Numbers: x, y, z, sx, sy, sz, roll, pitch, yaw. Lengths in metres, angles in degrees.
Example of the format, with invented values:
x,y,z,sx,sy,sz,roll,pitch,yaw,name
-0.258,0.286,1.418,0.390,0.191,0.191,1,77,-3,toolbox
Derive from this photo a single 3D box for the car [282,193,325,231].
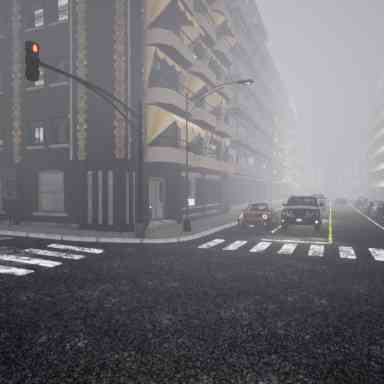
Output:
x,y,z,sx,sy,sz,roll,pitch,yaw,name
7.065,1.219,21.156,2.150,2.045,5.566,0,0,23,car

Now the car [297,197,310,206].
x,y,z,sx,sy,sz,roll,pitch,yaw,name
19.323,1.521,57.324,1.752,1.417,4.829,0,0,23,car

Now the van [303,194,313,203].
x,y,z,sx,sy,sz,roll,pitch,yaw,name
23.725,1.335,67.892,1.690,1.788,3.998,0,0,23,van

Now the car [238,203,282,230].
x,y,z,sx,sy,sz,roll,pitch,yaw,name
4.210,1.438,21.045,1.967,1.590,4.097,0,0,23,car

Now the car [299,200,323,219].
x,y,z,sx,sy,sz,roll,pitch,yaw,name
10.957,1.502,30.491,1.837,1.490,4.892,0,0,23,car

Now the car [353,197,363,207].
x,y,z,sx,sy,sz,roll,pitch,yaw,name
24.954,1.435,49.049,1.967,1.590,4.097,0,0,23,car

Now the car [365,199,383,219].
x,y,z,sx,sy,sz,roll,pitch,yaw,name
16.281,1.547,28.228,2.008,1.369,4.403,0,0,23,car

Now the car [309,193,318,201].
x,y,z,sx,sy,sz,roll,pitch,yaw,name
32.398,1.304,88.713,2.192,1.841,5.009,0,0,23,car

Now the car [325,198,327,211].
x,y,z,sx,sy,sz,roll,pitch,yaw,name
15.092,1.218,40.392,2.150,2.045,5.566,0,0,23,car

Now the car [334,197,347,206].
x,y,z,sx,sy,sz,roll,pitch,yaw,name
25.130,1.559,56.202,1.994,1.385,4.181,0,0,23,car

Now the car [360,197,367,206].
x,y,z,sx,sy,sz,roll,pitch,yaw,name
18.449,1.541,33.432,1.887,1.381,4.507,0,0,23,car

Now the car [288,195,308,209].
x,y,z,sx,sy,sz,roll,pitch,yaw,name
15.051,1.311,47.071,2.192,1.841,5.009,0,0,23,car
